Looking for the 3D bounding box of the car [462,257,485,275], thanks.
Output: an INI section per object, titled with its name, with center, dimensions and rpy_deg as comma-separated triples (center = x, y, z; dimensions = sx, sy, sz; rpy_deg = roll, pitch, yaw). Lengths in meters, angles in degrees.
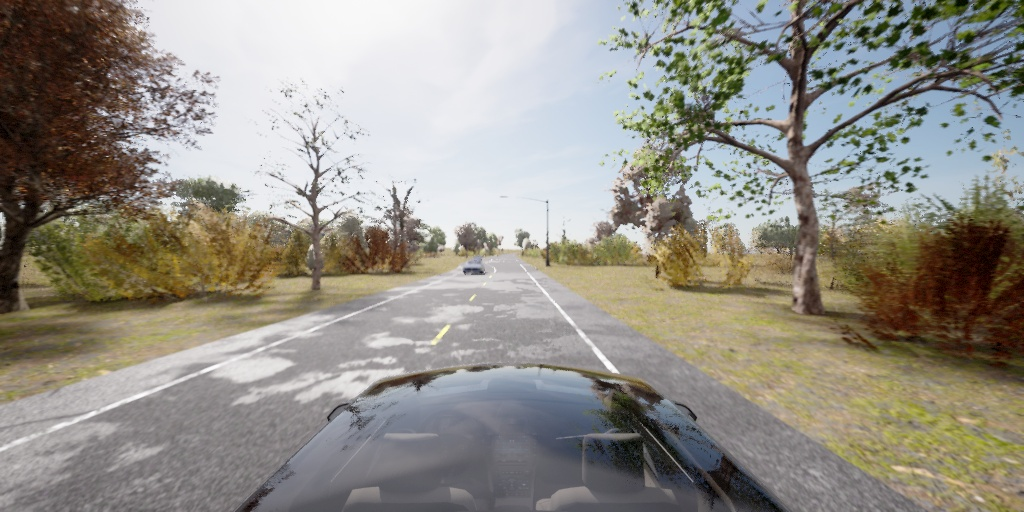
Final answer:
[car]
center = -3.734, 1.054, 35.621
dimensions = 2.033, 1.411, 5.357
rpy_deg = 0, 0, 0
